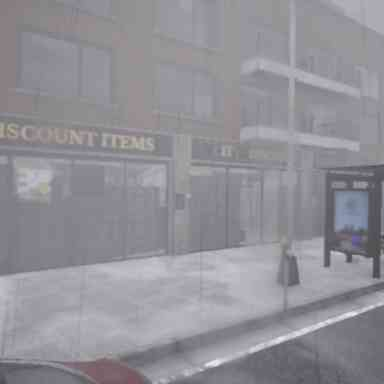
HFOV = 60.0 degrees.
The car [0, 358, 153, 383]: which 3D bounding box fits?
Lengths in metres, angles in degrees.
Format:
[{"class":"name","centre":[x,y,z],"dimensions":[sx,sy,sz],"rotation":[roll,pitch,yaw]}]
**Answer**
[{"class":"car","centre":[-1.950,1.537,1.124],"dimensions":[4.206,1.307,1.802],"rotation":[0,1,-34]}]
